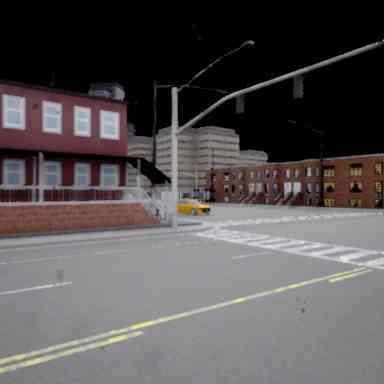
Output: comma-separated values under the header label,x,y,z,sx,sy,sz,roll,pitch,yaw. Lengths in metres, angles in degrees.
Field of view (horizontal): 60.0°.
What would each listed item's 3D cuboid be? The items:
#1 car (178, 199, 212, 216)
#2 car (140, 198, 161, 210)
label,x,y,z,sx,sy,sz,roll,pitch,yaw
car,-0.064,1.476,33.212,1.882,1.535,5.008,0,0,-36
car,-5.562,1.524,40.945,1.812,1.442,4.674,0,0,-36
